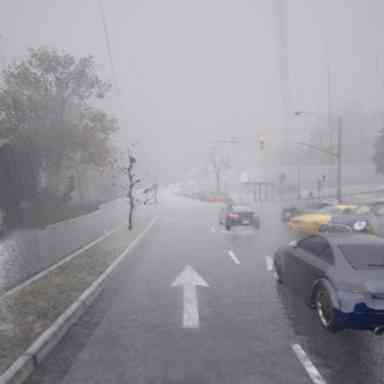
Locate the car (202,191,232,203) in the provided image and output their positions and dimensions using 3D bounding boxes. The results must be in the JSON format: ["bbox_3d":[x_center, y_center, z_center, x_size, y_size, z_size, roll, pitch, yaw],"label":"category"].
[{"bbox_3d":[4.729,1.012,57.419,4.553,1.767,2.185,0,0,-27],"label":"car"}]

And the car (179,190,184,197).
[{"bbox_3d":[0.173,0.526,93.202,5.566,2.045,2.435,0,0,-28],"label":"car"}]

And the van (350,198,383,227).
[{"bbox_3d":[7.548,1.150,10.590,4.442,1.987,1.878,1,1,-22],"label":"van"}]

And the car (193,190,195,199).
[{"bbox_3d":[3.696,0.787,66.410,5.566,2.045,2.435,0,0,-27],"label":"car"}]

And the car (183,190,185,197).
[{"bbox_3d":[0.908,0.697,87.222,4.553,1.767,2.185,0,0,-28],"label":"car"}]

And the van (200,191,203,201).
[{"bbox_3d":[4.310,0.878,60.366,4.442,1.987,1.878,0,1,-27],"label":"van"}]

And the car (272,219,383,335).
[{"bbox_3d":[3.016,1.497,6.723,1.994,1.385,4.181,0,0,-1],"label":"car"}]

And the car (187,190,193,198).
[{"bbox_3d":[2.536,0.690,75.348,5.566,2.045,2.435,0,0,-28],"label":"car"}]

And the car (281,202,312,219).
[{"bbox_3d":[7.311,1.314,16.605,5.366,1.575,1.946,0,1,-22],"label":"car"}]

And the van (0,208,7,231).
[{"bbox_3d":[-10.667,1.140,14.610,4.442,1.987,1.878,-1,0,-22],"label":"van"}]

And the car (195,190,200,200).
[{"bbox_3d":[4.024,0.820,63.391,5.566,2.045,2.435,0,1,-27],"label":"car"}]

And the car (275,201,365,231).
[{"bbox_3d":[7.556,1.326,19.656,4.792,1.488,2.163,0,0,-23],"label":"car"}]

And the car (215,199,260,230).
[{"bbox_3d":[2.674,1.343,19.328,1.812,1.442,4.674,0,0,-2],"label":"car"}]

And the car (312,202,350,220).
[{"bbox_3d":[7.608,1.222,13.666,4.553,1.767,2.185,1,1,-22],"label":"car"}]

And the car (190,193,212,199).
[{"bbox_3d":[2.141,0.938,78.328,4.792,1.488,2.163,0,0,-28],"label":"car"}]

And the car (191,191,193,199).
[{"bbox_3d":[3.065,0.971,72.445,5.366,1.575,1.946,0,0,-27],"label":"car"}]
